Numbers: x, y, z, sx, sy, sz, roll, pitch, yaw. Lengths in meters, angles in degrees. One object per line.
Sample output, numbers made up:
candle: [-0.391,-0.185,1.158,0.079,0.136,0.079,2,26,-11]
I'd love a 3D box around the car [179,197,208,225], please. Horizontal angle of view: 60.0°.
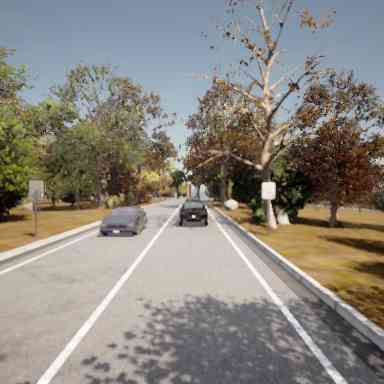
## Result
car: [0.102,1.387,23.531,1.882,1.535,5.008,0,0,0]

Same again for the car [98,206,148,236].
car: [-3.578,1.486,18.405,2.033,1.411,5.357,0,0,0]
